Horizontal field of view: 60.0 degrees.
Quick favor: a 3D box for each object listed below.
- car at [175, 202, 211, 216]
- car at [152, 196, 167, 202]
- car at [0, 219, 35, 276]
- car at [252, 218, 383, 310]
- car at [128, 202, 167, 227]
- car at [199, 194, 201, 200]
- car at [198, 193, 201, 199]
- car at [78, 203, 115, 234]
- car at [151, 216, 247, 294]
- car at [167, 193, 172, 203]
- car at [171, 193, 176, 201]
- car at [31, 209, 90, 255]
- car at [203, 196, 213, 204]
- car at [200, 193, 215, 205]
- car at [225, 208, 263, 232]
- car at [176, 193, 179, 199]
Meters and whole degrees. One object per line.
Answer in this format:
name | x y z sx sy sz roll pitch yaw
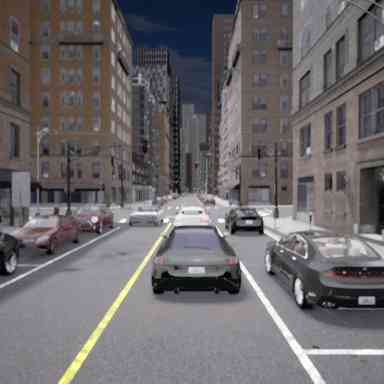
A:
car | 0.033 1.489 17.837 1.812 1.442 4.674 0 0 1
car | -5.642 1.501 55.720 1.802 1.307 4.206 0 0 0
car | -5.670 1.550 7.614 1.947 1.339 4.313 0 0 0
car | 2.855 1.534 7.615 2.008 1.369 4.403 0 0 0
car | -3.002 1.578 22.752 1.895 1.301 4.718 0 0 0
car | 2.901 1.468 66.526 2.008 1.369 4.403 0 0 0
car | 2.918 1.363 77.344 1.967 1.590 4.097 0 0 0
car | -5.672 1.402 18.617 1.967 1.590 4.097 0 0 0
car | 0.081 1.545 8.746 1.994 1.385 4.181 0 0 0
car | -5.624 1.468 66.537 2.008 1.369 4.403 0 0 0
car | -5.598 1.454 82.592 1.752 1.417 4.829 0 0 0
car | -5.671 1.554 13.116 1.802 1.307 4.206 0 0 0
car | 2.891 1.443 61.287 1.752 1.417 4.829 0 0 0
car | 2.882 1.360 55.708 1.967 1.590 4.097 0 0 0
car | 2.854 1.527 18.618 1.947 1.339 4.313 0 0 0
car | -5.580 1.262 93.580 2.192 1.841 5.009 0 0 0
